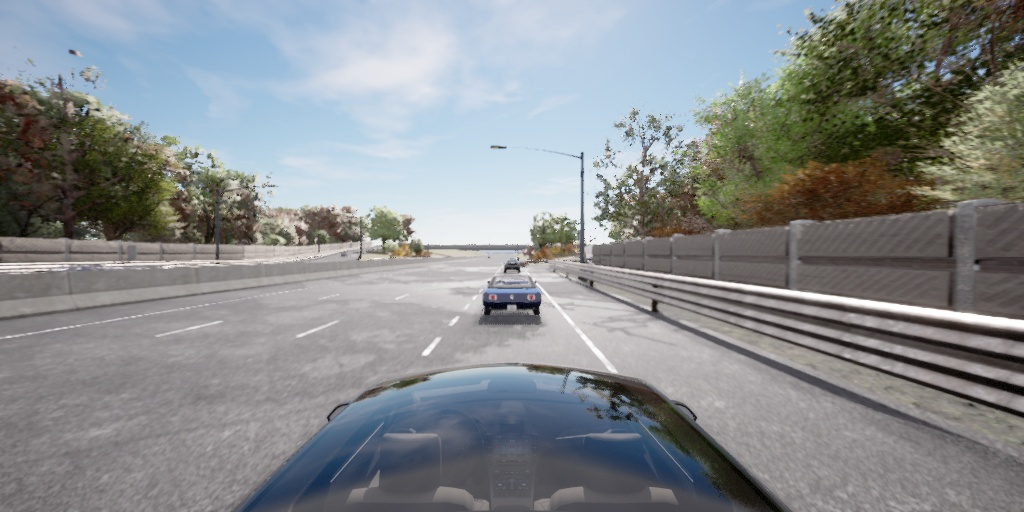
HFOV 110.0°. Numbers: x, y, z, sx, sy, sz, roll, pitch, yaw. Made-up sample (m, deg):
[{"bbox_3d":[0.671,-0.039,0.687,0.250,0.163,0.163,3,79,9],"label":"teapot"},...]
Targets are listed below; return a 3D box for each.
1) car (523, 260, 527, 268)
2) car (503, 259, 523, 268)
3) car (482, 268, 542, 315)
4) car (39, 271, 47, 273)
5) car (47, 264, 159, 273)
[{"bbox_3d":[1.313,1.213,57.986,1.895,1.301,4.718,0,-1,10],"label":"car"},{"bbox_3d":[0.042,1.144,42.014,1.837,1.490,4.892,0,0,1],"label":"car"},{"bbox_3d":[0.004,1.312,13.401,1.895,1.301,4.718,0,0,0],"label":"car"},{"bbox_3d":[-28.082,1.238,23.279,2.033,1.411,5.357,0,0,0],"label":"car"},{"bbox_3d":[-21.090,1.245,19.801,2.033,1.411,5.357,0,0,0],"label":"car"}]
